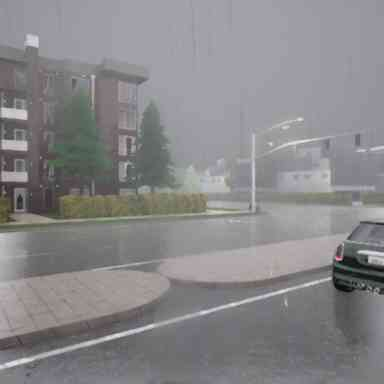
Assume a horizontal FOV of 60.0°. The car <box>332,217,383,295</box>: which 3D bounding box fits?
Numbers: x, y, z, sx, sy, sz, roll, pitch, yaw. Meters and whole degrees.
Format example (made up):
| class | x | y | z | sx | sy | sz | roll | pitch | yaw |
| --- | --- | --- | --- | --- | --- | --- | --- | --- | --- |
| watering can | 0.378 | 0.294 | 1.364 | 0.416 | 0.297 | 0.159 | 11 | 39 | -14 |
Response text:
| class | x | y | z | sx | sy | sz | roll | pitch | yaw |
| --- | --- | --- | --- | --- | --- | --- | --- | --- | --- |
| car | 5.271 | 1.334 | 7.629 | 4.553 | 1.767 | 2.097 | 0 | 0 | -35 |
